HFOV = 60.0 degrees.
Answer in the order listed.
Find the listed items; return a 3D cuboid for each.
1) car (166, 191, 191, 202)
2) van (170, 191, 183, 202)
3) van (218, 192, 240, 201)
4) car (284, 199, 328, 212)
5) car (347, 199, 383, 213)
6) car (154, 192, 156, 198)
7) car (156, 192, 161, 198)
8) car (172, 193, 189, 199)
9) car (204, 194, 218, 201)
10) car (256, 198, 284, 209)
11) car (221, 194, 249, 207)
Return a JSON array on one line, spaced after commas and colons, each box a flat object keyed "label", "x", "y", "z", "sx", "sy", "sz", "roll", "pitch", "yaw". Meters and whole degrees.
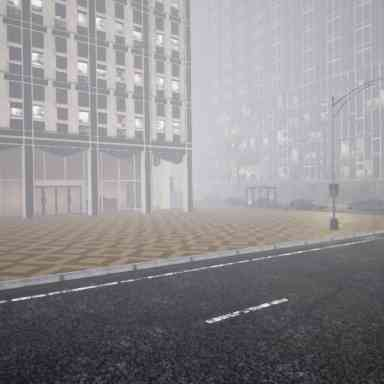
[{"label": "car", "x": -2.585, "y": 0.824, "z": 64.042, "sx": 2.150, "sy": 2.045, "sz": 5.566, "roll": -1, "pitch": 1, "yaw": -34}, {"label": "van", "x": -3.139, "y": 0.936, "z": 60.098, "sx": 1.690, "sy": 1.788, "sz": 3.998, "roll": 0, "pitch": 1, "yaw": -34}, {"label": "van", "x": 6.986, "y": 0.853, "z": 60.121, "sx": 1.690, "sy": 1.788, "sz": 3.998, "roll": -1, "pitch": 1, "yaw": -34}, {"label": "car", "x": 12.761, "y": 1.422, "z": 36.547, "sx": 1.947, "sy": 1.339, "sz": 4.313, "roll": -1, "pitch": 1, "yaw": -34}, {"label": "car", "x": 18.360, "y": 1.414, "z": 33.146, "sx": 2.033, "sy": 1.411, "sz": 5.357, "roll": -1, "pitch": 1, "yaw": -34}, {"label": "car", "x": -9.021, "y": 0.684, "z": 83.602, "sx": 1.967, "sy": 1.590, "sz": 4.097, "roll": 0, "pitch": 1, "yaw": -34}, {"label": "car", "x": -5.820, "y": 0.613, "z": 78.905, "sx": 2.192, "sy": 1.841, "sz": 5.009, "roll": 0, "pitch": 1, "yaw": -34}, {"label": "car", "x": -2.618, "y": 0.934, "z": 74.213, "sx": 1.802, "sy": 1.307, "sz": 4.206, "roll": 0, "pitch": 1, "yaw": -34}, {"label": "car", "x": 3.785, "y": 1.041, "z": 64.820, "sx": 1.802, "sy": 1.307, "sz": 4.206, "roll": -1, "pitch": 1, "yaw": -34}, {"label": "car", "x": 9.573, "y": 1.386, "z": 41.256, "sx": 1.802, "sy": 1.307, "sz": 4.206, "roll": -1, "pitch": 1, "yaw": -34}, {"label": "car", "x": 6.420, "y": 1.318, "z": 45.984, "sx": 1.947, "sy": 1.339, "sz": 4.313, "roll": -1, "pitch": 1, "yaw": -34}]
